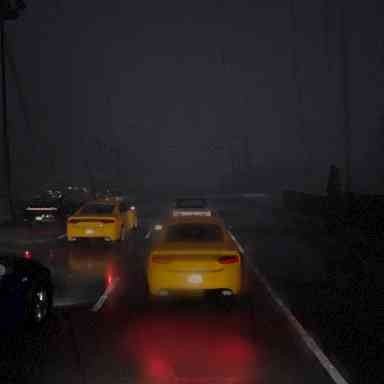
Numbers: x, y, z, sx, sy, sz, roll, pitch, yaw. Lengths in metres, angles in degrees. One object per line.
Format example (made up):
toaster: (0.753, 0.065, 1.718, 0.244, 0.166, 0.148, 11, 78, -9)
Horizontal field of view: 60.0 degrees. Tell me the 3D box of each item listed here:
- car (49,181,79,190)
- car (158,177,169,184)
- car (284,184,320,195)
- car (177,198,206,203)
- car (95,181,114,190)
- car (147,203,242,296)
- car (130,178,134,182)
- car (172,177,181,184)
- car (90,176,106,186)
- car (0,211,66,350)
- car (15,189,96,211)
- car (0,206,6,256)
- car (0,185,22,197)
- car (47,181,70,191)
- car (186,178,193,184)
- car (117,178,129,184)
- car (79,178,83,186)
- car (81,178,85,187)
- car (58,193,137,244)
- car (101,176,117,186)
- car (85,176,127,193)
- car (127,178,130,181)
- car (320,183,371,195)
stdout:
car: (-17.947, -0.683, 46.198, 2.128, 1.511, 4.902, 0, 3, 0)
car: (-7.665, -2.827, 86.067, 2.128, 1.511, 4.902, 0, 3, 0)
car: (13.804, -0.307, 41.422, 4.718, 1.301, 1.895, 0, 3, 2)
car: (-0.024, 0.972, 17.778, 1.895, 1.301, 4.718, 0, 3, 0)
car: (-14.500, -1.077, 55.443, 1.895, 1.301, 4.718, 0, 3, -1)
car: (0.043, 1.315, 8.409, 1.882, 1.535, 5.008, 0, 2, 0)
car: (-14.601, -2.400, 77.933, 1.837, 1.490, 4.892, 0, 3, 0)
car: (-4.165, -2.877, 86.092, 1.882, 1.535, 5.008, 0, 3, 0)
car: (-21.590, -2.601, 76.543, 2.150, 2.045, 5.566, 0, 3, 0)
car: (-3.427, 1.313, 3.900, 2.097, 1.767, 4.553, 0, 1, 0)
car: (-7.025, 0.864, 17.642, 2.128, 1.511, 4.902, 0, 3, 0)
car: (-6.956, 1.321, 8.231, 1.882, 1.535, 5.008, 0, 2, 0)
car: (-21.386, -0.123, 37.855, 1.895, 1.301, 4.718, 0, 3, 0)
car: (-21.494, -1.026, 53.777, 1.994, 1.385, 4.181, 0, 3, -1)
car: (-0.669, -2.840, 86.582, 2.128, 1.511, 4.902, 0, 3, 0)
car: (-18.182, -2.984, 88.196, 2.128, 1.511, 4.902, 0, 3, 0)
car: (-21.507, -1.896, 65.921, 2.097, 1.767, 4.553, 0, 3, 0)
car: (-18.025, -1.421, 60.378, 1.812, 1.442, 4.674, 0, 3, 0)
car: (-3.496, 1.060, 13.731, 1.882, 1.535, 5.008, 0, 3, 0)
car: (-18.060, -2.393, 72.729, 2.150, 2.045, 5.566, 0, 3, 0)
car: (-10.634, -0.658, 40.741, 2.150, 2.045, 5.566, -4, 5, -41)
car: (-14.521, -1.753, 67.830, 1.895, 1.301, 4.718, 0, 3, 0)
car: (17.664, -0.219, 37.798, 4.902, 1.511, 2.128, 0, 3, 2)
